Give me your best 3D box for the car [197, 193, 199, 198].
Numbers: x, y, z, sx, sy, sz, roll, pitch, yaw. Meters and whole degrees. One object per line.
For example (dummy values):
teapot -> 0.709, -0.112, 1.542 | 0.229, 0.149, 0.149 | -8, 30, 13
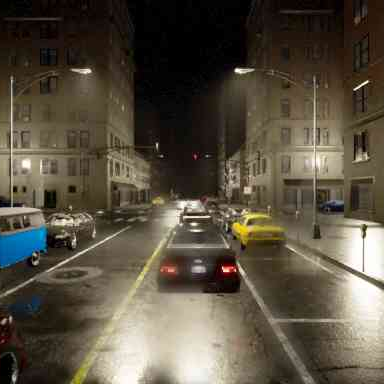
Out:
car -> 2.959, 1.309, 80.457 | 2.192, 1.841, 5.009 | 0, 0, 0

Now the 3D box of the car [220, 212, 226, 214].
car -> 2.715, 1.551, 19.491 | 2.008, 1.369, 4.403 | 0, 0, 0

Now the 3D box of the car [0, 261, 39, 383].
car -> -2.841, 1.564, 1.966 | 1.994, 1.385, 4.181 | 0, 0, 0

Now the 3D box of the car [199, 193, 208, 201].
car -> 2.913, 1.437, 69.094 | 1.967, 1.590, 4.097 | 0, 0, 0

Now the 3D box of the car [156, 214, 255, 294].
car -> 0.133, 1.547, 8.943 | 2.033, 1.411, 5.357 | 0, 0, 0

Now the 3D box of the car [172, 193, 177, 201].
car -> -5.089, 1.546, 74.804 | 2.008, 1.369, 4.403 | 0, 0, 0

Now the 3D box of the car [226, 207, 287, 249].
car -> 2.699, 1.525, 14.255 | 1.752, 1.417, 4.829 | 0, 0, 0

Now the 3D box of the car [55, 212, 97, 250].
car -> -5.336, 1.551, 14.116 | 2.008, 1.369, 4.403 | 0, 0, 0

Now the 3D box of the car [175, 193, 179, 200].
car -> -5.043, 1.432, 86.166 | 1.967, 1.590, 4.097 | 0, 0, 0

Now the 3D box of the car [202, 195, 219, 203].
car -> 2.822, 1.551, 46.367 | 2.008, 1.369, 4.403 | 0, 0, 0

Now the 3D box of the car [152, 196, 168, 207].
car -> -5.181, 1.525, 51.909 | 1.752, 1.417, 4.829 | 0, 0, 0

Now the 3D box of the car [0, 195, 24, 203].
car -> -18.276, 1.316, 31.214 | 5.566, 2.045, 2.150 | 0, 0, 0

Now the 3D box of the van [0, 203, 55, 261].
van -> -5.359, 1.341, 8.710 | 1.690, 1.788, 3.998 | 0, 0, 0

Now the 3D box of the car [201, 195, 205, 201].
car -> 2.845, 1.582, 52.048 | 1.802, 1.307, 4.206 | 0, 0, 0

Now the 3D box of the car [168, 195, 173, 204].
car -> -5.134, 1.564, 63.442 | 1.947, 1.339, 4.313 | 0, 0, 0

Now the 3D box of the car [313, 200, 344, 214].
car -> 14.651, 1.475, 34.083 | 4.181, 1.385, 1.994 | 0, 0, 0

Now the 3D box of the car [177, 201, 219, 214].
car -> 0.187, 1.492, 19.390 | 2.128, 1.511, 4.902 | 0, 0, -2

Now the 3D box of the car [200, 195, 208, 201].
car -> 2.982, 1.558, 86.139 | 1.947, 1.339, 4.313 | 0, 0, 0
